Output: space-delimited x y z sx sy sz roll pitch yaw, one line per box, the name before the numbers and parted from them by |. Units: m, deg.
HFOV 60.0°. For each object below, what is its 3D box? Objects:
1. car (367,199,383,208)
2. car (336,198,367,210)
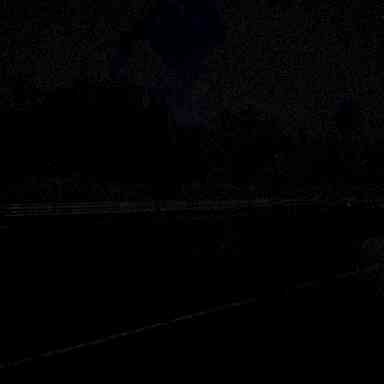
car | 22.037 1.435 36.890 4.902 1.511 2.128 0 0 -35
car | 18.831 1.423 38.908 5.008 1.535 1.882 0 0 -35
